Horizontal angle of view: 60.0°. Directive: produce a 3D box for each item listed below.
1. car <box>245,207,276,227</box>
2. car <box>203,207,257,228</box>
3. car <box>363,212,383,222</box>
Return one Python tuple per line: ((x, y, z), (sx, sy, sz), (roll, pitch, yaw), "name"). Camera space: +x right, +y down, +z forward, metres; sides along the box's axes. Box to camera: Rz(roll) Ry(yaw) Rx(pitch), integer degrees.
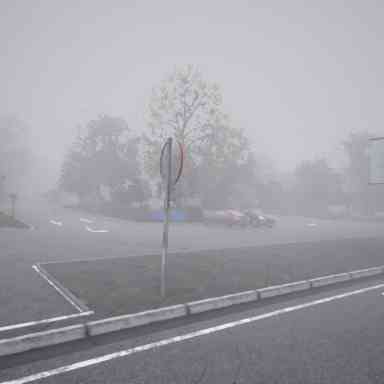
((5.457, 2.210, 30.404), (2.185, 1.767, 4.553), (3, -2, -35), "car")
((2.905, 2.244, 28.514), (2.002, 1.452, 4.674), (3, -2, -36), "car")
((25.339, 3.396, 44.388), (2.002, 1.452, 4.674), (3, -2, -35), "car")
